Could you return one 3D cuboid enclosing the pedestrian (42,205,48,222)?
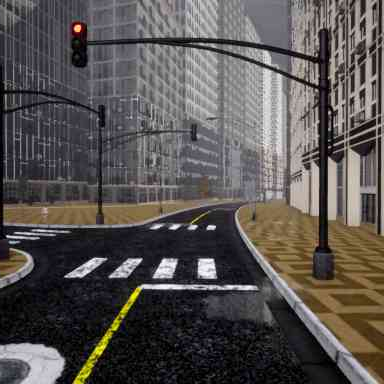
[{"bbox_3d":[-9.297,1.344,21.052,0.500,1.100,0.500,0,0,17],"label":"pedestrian"}]
